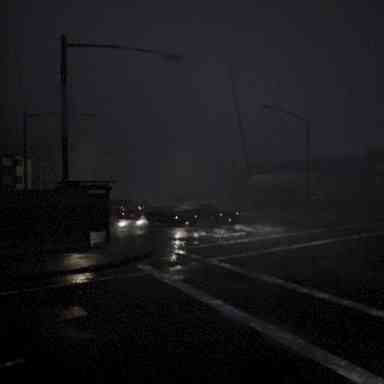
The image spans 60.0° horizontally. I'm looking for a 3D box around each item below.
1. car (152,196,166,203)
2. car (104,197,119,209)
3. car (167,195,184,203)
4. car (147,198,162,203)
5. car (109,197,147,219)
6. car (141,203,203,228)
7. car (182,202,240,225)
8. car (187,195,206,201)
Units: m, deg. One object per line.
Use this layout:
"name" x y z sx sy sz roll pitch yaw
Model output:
"car" -6.156 1.467 57.788 1.895 1.301 4.718 -1 0 -1
"car" -11.661 1.508 47.889 1.837 1.490 4.892 -1 0 -16
"car" -2.639 1.282 60.651 1.882 1.535 5.008 -1 0 7
"car" -5.343 1.617 35.520 1.895 1.301 4.718 -1 0 -32
"car" -6.249 1.415 30.384 2.097 1.767 4.553 -1 0 -32
"car" -1.503 1.661 22.872 1.895 1.301 4.718 -1 0 -33
"car" 1.424 1.613 24.784 1.895 1.301 4.718 -1 1 -33
"car" 1.041 1.288 70.210 1.895 1.301 4.718 0 1 36
